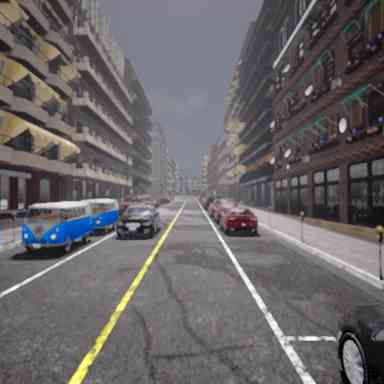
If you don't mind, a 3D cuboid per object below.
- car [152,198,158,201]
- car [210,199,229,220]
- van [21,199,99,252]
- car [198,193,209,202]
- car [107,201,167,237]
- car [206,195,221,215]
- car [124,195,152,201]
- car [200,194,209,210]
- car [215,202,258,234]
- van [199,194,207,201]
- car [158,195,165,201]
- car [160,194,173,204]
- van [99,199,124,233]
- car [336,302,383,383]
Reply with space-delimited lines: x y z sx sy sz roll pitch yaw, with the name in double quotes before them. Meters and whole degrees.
"car" -5.298 1.260 35.579 2.192 1.841 5.009 1 0 0
"car" 2.580 1.499 24.458 1.887 1.381 4.507 1 0 0
"van" -5.293 1.311 13.456 1.690 1.788 3.998 2 0 0
"car" 2.539 1.277 74.241 2.192 1.841 5.009 1 0 0
"car" -2.754 1.454 17.911 2.128 1.511 4.902 0 0 0
"car" 2.588 1.389 29.990 1.967 1.590 4.097 1 0 0
"car" -5.297 1.265 30.049 2.192 1.841 5.009 1 0 0
"car" 2.547 1.256 41.052 2.192 1.841 5.009 1 0 0
"car" 2.581 1.506 18.929 1.887 1.381 4.507 1 0 0
"van" 2.536 1.314 79.772 1.690 1.788 3.998 1 0 0
"car" -5.306 1.506 46.642 1.947 1.339 4.313 1 0 0
"car" -5.305 1.263 63.231 2.192 1.841 5.009 1 0 0
"van" -5.295 1.303 18.988 1.690 1.788 3.998 1 0 0
"car" 2.584 1.544 2.337 2.008 1.369 4.403 1 0 0
